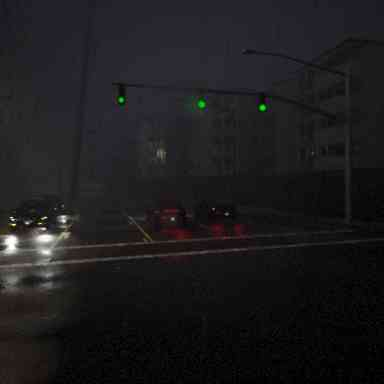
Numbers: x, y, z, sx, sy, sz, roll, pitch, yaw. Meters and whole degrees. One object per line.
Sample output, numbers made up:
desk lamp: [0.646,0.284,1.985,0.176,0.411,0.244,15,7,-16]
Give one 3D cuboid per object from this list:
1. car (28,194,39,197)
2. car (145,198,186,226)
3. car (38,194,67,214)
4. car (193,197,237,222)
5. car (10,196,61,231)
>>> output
car: [-18.868,0.930,40.505,1.812,1.442,4.674,-2,2,-39]
car: [-1.659,1.130,20.010,1.837,1.490,4.892,-1,1,-15]
car: [-11.795,1.081,28.241,1.837,1.490,4.892,-1,1,-22]
car: [1.459,1.073,21.894,1.812,1.442,4.674,-1,1,-15]
car: [-8.796,1.245,18.702,1.837,1.490,4.892,-1,1,-16]
